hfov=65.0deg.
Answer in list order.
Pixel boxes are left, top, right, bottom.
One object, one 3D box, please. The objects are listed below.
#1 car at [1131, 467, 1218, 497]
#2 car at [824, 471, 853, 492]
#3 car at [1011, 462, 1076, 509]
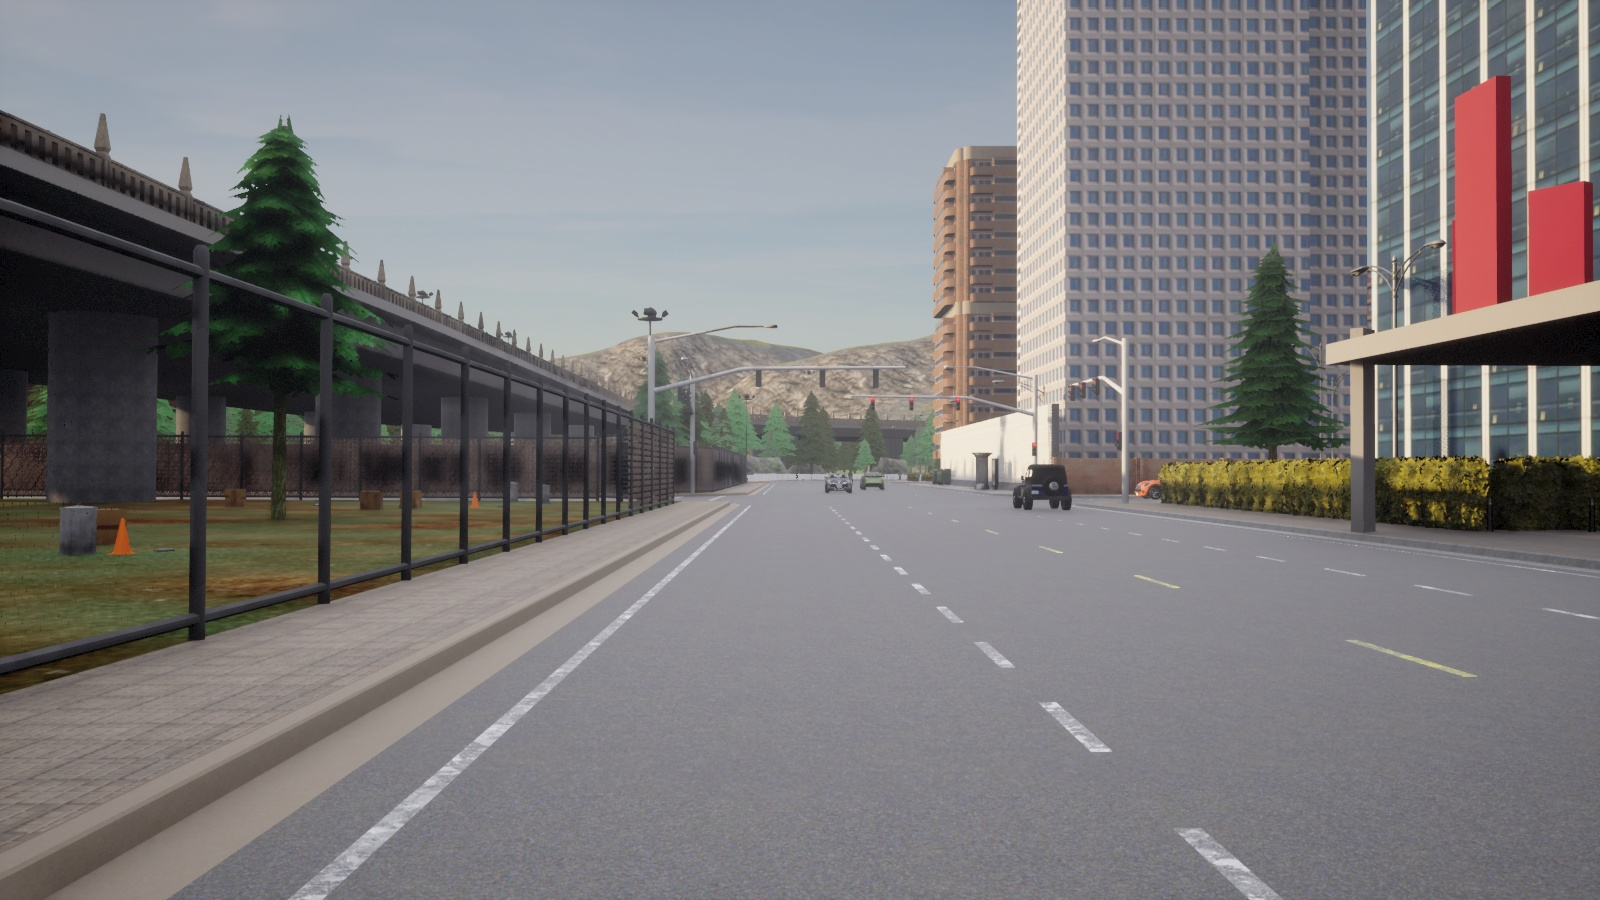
[{"bbox_3d":[22.442,1.901,75.347,4.553,1.767,2.097,0,-1,-1],"label":"car"},{"bbox_3d":[2.771,2.286,90.594,1.970,1.475,3.806,0,-1,0],"label":"car"},{"bbox_3d":[10.080,1.445,52.216,1.905,1.878,3.866,0,-1,0],"label":"car"}]
